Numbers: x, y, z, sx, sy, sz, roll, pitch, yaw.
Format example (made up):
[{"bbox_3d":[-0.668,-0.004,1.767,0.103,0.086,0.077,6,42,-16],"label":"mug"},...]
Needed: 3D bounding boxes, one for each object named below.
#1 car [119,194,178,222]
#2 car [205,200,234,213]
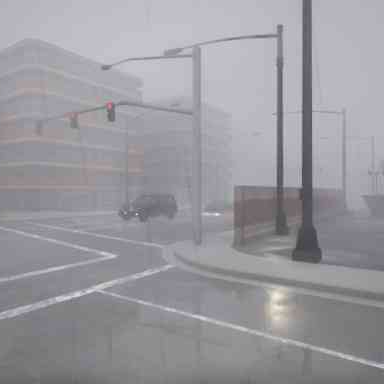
[{"bbox_3d":[-3.440,1.221,27.305,2.150,2.045,5.566,0,0,35],"label":"car"},{"bbox_3d":[3.154,1.563,36.882,1.994,1.385,4.181,0,0,35],"label":"car"}]
